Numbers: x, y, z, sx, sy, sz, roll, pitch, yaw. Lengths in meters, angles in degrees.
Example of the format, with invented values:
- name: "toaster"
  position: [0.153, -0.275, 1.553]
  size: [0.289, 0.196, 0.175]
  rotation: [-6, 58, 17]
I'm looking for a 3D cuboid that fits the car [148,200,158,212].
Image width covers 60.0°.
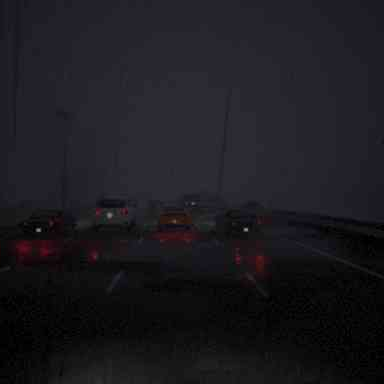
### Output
- name: "car"
  position: [-4.237, 1.653, 39.893]
  size: [2.033, 1.411, 5.357]
  rotation: [0, 0, -12]

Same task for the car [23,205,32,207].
- name: "car"
  position: [-25.789, 1.687, 52.498]
  size: [2.128, 1.511, 4.902]
  rotation: [0, 0, -17]

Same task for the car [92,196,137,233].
- name: "car"
  position: [-4.629, 1.284, 20.351]
  size: [2.150, 2.045, 5.566]
  rotation: [0, 0, -6]

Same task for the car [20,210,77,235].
- name: "car"
  position: [-8.029, 1.669, 19.156]
  size: [1.895, 1.301, 4.718]
  rotation: [0, 0, -6]

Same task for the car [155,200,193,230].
- name: "car"
  position: [-1.258, 1.532, 21.618]
  size: [1.882, 1.535, 5.008]
  rotation: [0, 0, -6]

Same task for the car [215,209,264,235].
- name: "car"
  position: [2.542, 1.639, 19.072]
  size: [1.895, 1.301, 4.718]
  rotation: [0, 0, -6]

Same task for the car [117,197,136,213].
- name: "car"
  position: [-7.870, 1.468, 39.914]
  size: [2.097, 1.767, 4.553]
  rotation: [0, 0, -12]

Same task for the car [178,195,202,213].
- name: "car"
  position: [-0.340, 1.315, 38.203]
  size: [2.150, 2.045, 5.566]
  rotation: [0, 0, -11]
